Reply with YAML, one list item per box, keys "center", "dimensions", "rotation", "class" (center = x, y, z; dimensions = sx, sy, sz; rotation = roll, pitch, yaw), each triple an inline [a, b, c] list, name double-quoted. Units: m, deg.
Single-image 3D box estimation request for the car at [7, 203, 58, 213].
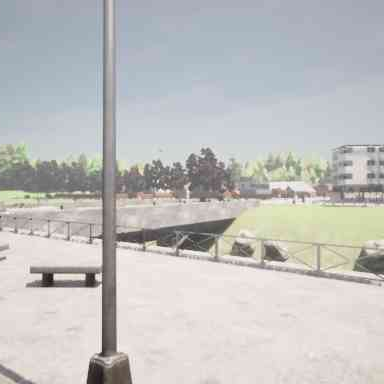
- center: [-14.180, 1.595, 29.075]
  dimensions: [1.895, 1.301, 4.718]
  rotation: [0, 0, 37]
  class: "car"
